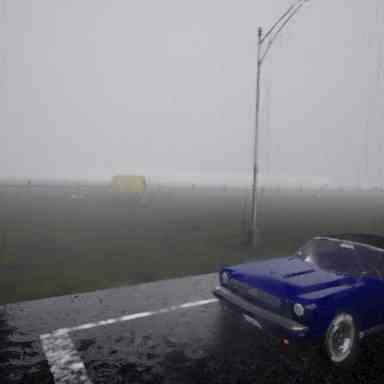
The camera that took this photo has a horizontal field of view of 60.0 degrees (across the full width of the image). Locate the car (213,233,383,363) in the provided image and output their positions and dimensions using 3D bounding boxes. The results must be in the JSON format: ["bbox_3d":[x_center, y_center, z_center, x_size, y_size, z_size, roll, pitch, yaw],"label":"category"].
[{"bbox_3d":[2.715,1.455,5.684,4.718,1.301,1.895,0,2,-31],"label":"car"}]
